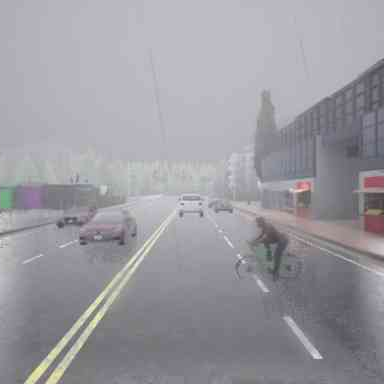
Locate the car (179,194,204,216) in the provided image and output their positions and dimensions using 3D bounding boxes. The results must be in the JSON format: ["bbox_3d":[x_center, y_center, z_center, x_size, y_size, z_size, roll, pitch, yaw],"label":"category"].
[{"bbox_3d":[-0.073,1.221,32.036,2.150,2.045,5.566,0,0,0],"label":"car"}]

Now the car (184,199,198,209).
[{"bbox_3d":[-0.133,1.600,45.625,1.895,1.301,4.718,0,0,0],"label":"car"}]

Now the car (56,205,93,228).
[{"bbox_3d":[-7.225,1.564,21.778,1.994,1.385,4.181,0,0,0],"label":"car"}]

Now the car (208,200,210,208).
[{"bbox_3d":[3.299,1.525,46.806,1.812,1.442,4.674,0,0,0],"label":"car"}]

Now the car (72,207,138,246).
[{"bbox_3d":[-3.683,1.525,15.368,1.812,1.442,4.674,0,0,0],"label":"car"}]

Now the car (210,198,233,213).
[{"bbox_3d":[3.380,1.547,36.629,2.033,1.411,5.357,0,0,0],"label":"car"}]

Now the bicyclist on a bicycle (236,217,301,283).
[{"bbox_3d":[1.916,1.453,8.397,1.656,1.620,0.582,-2,0,-1],"label":"bicyclist on a bicycle"}]
